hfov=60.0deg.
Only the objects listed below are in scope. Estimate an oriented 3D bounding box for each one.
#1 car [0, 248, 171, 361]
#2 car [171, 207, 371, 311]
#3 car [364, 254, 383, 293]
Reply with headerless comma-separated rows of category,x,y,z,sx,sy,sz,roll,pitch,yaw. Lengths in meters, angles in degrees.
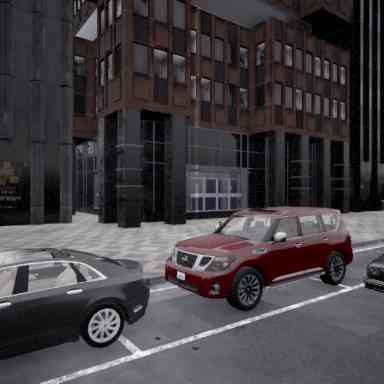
car,-2.737,1.551,4.695,4.403,1.369,2.008,0,0,-35
car,1.831,1.315,7.951,5.009,1.841,2.192,0,0,-35
car,6.192,1.548,7.792,5.357,1.411,2.033,0,0,-35
